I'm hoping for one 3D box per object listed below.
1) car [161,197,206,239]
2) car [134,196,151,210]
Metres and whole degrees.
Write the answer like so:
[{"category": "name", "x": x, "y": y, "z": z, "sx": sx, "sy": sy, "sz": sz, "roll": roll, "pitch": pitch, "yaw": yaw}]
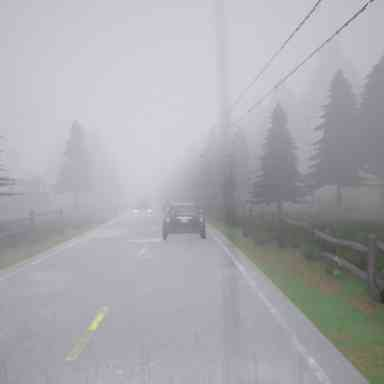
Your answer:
[{"category": "car", "x": -0.467, "y": 1.339, "z": 17.571, "sx": 2.097, "sy": 1.767, "sz": 4.553, "roll": 0, "pitch": 0, "yaw": -3}, {"category": "car", "x": -6.344, "y": 1.334, "z": 43.155, "sx": 2.097, "sy": 1.767, "sz": 4.553, "roll": 0, "pitch": 0, "yaw": -7}]
